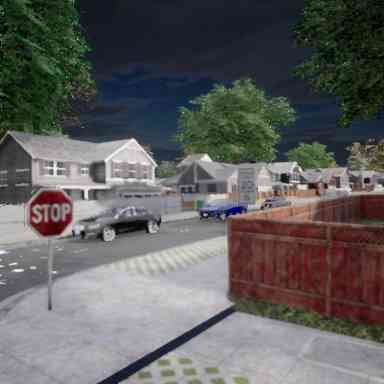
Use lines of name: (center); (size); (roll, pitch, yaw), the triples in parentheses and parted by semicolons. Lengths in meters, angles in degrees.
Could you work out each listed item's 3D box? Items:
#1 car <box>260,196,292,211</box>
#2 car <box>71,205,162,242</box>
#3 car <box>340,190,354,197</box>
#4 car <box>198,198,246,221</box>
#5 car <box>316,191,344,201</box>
car: (8.415, 1.123, 33.284); (1.994, 1.385, 4.181); (-1, 1, 36)
car: (-3.516, 1.421, 16.235); (2.128, 1.511, 4.902); (-1, 1, 35)
car: (21.756, 0.536, 47.452); (2.097, 1.767, 4.553); (-1, 1, 35)
car: (2.327, 1.227, 24.601); (1.882, 1.535, 5.008); (-1, 0, 35)
car: (16.142, 0.925, 39.322); (1.994, 1.385, 4.181); (-1, 1, 36)
